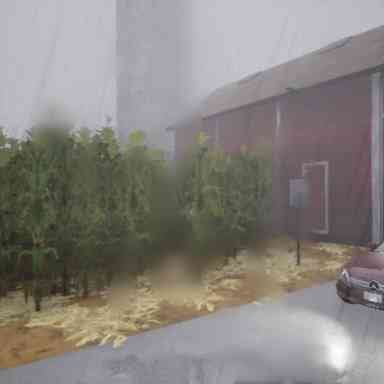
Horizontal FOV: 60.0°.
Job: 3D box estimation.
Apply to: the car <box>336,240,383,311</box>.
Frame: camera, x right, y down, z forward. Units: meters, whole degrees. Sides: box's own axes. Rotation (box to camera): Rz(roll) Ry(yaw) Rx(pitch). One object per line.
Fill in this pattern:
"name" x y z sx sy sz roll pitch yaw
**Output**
"car" 4.996 1.542 7.033 4.674 1.442 1.812 0 0 -35
